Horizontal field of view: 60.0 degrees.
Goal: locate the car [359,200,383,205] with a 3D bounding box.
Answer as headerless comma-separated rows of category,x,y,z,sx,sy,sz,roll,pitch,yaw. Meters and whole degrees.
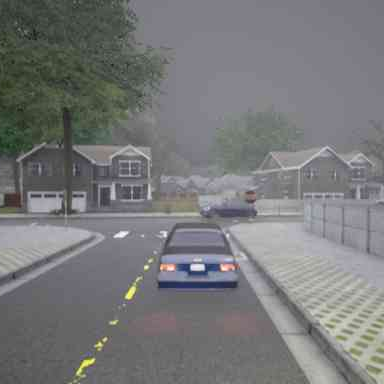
car,16.270,1.522,29.747,4.892,1.490,1.837,1,0,-13

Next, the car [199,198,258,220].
car,2.882,1.299,26.859,4.553,1.767,2.097,0,0,-12

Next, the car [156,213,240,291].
car,0.125,1.529,9.059,2.033,1.411,5.357,0,0,0
